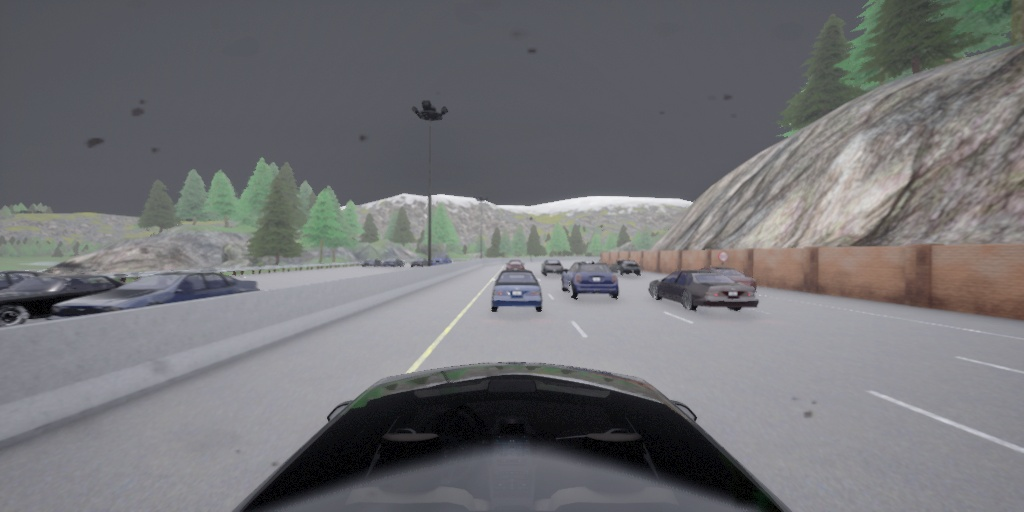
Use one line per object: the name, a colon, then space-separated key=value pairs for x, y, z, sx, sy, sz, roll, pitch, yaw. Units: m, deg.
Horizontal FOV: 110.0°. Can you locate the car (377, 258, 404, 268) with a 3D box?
car: x=-17.234 y=1.002 z=52.059 sx=2.033 sy=1.411 sz=5.357 roll=0 pitch=0 yaw=1

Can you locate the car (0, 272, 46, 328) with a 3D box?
car: x=-14.044 y=1.267 z=10.971 sx=1.895 sy=1.301 sz=4.718 roll=0 pitch=0 yaw=0

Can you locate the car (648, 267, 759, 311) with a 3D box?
car: x=7.179 y=1.257 z=14.131 sx=2.033 sy=1.411 sz=5.357 roll=0 pitch=0 yaw=0

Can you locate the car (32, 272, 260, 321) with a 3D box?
car: x=-10.540 y=1.221 z=11.365 sx=2.033 sy=1.411 sz=5.357 roll=0 pitch=0 yaw=0

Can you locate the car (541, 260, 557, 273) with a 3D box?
car: x=3.820 y=1.091 z=34.437 sx=2.128 sy=1.511 sz=4.902 roll=0 pitch=0 yaw=0

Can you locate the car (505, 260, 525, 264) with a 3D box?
car: x=0.327 y=1.111 z=35.483 sx=1.812 sy=1.442 sz=4.674 roll=0 pitch=0 yaw=0

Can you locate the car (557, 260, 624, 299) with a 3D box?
car: x=3.704 y=1.033 z=17.760 sx=2.097 sy=1.767 sz=4.553 roll=0 pitch=0 yaw=0

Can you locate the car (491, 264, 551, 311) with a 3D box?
car: x=0.179 y=1.237 z=14.135 sx=2.033 sy=1.411 sz=5.357 roll=0 pitch=0 yaw=0

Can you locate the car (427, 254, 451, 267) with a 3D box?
car: x=-10.237 y=0.697 z=52.038 sx=2.150 sy=2.045 sz=5.566 roll=0 pitch=0 yaw=1

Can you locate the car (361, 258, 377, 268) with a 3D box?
car: x=-20.695 y=1.004 z=53.142 sx=1.994 sy=1.385 sz=4.181 roll=0 pitch=0 yaw=1

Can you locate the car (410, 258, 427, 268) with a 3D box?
car: x=-13.725 y=1.003 z=53.974 sx=2.033 sy=1.411 sz=5.357 roll=0 pitch=0 yaw=1

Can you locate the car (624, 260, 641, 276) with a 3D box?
car: x=10.820 y=1.124 z=34.497 sx=1.837 sy=1.490 sz=4.892 roll=0 pitch=0 yaw=0

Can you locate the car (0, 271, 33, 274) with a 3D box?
car: x=-17.538 y=1.199 z=11.875 sx=2.033 sy=1.411 sz=5.357 roll=0 pitch=0 yaw=0
